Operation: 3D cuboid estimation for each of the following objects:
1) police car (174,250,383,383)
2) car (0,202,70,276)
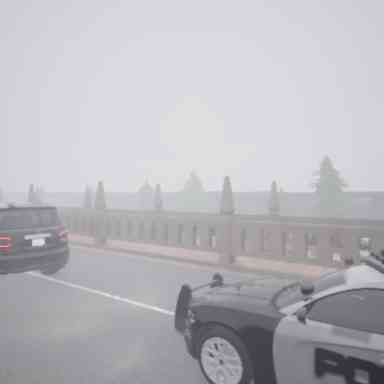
[{"bbox_3d":[2.077,1.480,3.628,5.238,1.638,1.930,0,-1,37],"label":"police car"},{"bbox_3d":[-5.825,1.318,9.625,5.566,2.045,2.150,0,-1,37],"label":"car"}]
